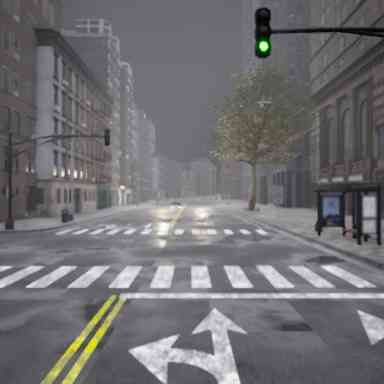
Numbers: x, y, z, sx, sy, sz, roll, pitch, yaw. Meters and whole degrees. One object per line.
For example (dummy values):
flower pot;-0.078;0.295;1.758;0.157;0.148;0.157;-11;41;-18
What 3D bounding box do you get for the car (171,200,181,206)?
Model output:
car;-3.271;2.311;69.527;1.895;1.301;4.718;0;0;0
